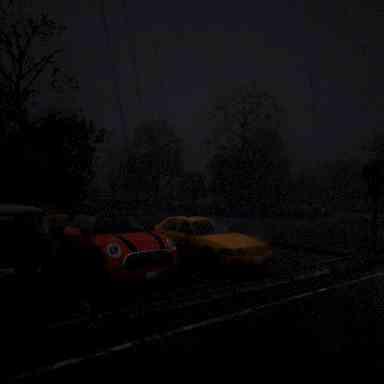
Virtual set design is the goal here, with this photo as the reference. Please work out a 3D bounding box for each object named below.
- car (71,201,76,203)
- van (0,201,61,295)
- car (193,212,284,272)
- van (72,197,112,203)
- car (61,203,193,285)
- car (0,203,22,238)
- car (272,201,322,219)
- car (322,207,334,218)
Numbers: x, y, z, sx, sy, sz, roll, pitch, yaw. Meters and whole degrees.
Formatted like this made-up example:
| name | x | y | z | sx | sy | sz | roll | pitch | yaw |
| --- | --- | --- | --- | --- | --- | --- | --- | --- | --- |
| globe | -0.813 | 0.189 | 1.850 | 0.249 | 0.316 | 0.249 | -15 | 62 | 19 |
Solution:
| name | x | y | z | sx | sy | sz | roll | pitch | yaw |
| --- | --- | --- | --- | --- | --- | --- | --- | --- | --- |
| car | -8.918 | 1.484 | 20.234 | 1.946 | 1.575 | 5.366 | 1 | 0 | -36 |
| van | -4.779 | 1.245 | 8.004 | 1.878 | 1.987 | 4.442 | 0 | 0 | -36 |
| car | 0.223 | 1.499 | 11.247 | 1.946 | 1.575 | 5.366 | 1 | 0 | -36 |
| van | -6.475 | 1.282 | 21.626 | 1.878 | 1.987 | 4.442 | 1 | 0 | -36 |
| car | -2.268 | 1.355 | 9.713 | 2.185 | 1.767 | 4.553 | 1 | 0 | -36 |
| car | -11.075 | 1.471 | 18.676 | 1.946 | 1.575 | 5.366 | 0 | 0 | -36 |
| car | 10.325 | 1.914 | 33.871 | 2.002 | 1.452 | 4.674 | 2 | -1 | -36 |
| car | 12.871 | 1.824 | 35.766 | 2.185 | 1.767 | 4.553 | 2 | -1 | -36 |
